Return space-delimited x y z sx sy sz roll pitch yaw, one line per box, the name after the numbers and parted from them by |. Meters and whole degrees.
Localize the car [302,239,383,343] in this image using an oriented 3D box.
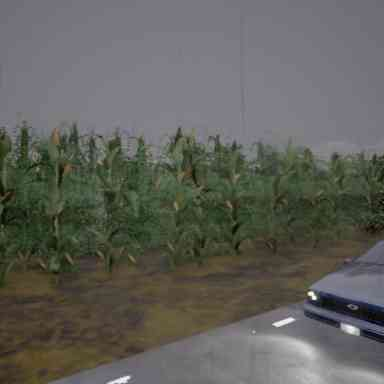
4.410 1.555 6.304 5.357 1.411 2.033 0 0 -36 | car
